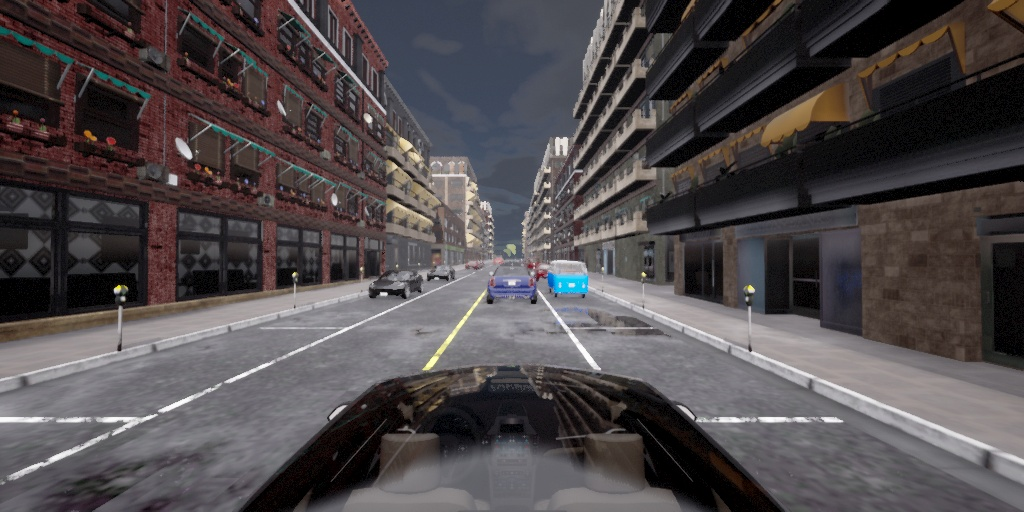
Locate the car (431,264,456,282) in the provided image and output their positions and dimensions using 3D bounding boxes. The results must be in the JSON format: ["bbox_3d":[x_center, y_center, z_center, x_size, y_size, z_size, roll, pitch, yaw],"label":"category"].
[{"bbox_3d":[-5.690,1.322,29.221,1.948,1.339,4.313,0,0,0],"label":"car"}]

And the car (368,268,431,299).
[{"bbox_3d":[-5.689,1.319,18.080,1.948,1.339,4.313,0,0,0],"label":"car"}]

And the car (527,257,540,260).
[{"bbox_3d":[2.691,1.077,45.895,2.192,1.841,5.009,0,0,0],"label":"car"}]

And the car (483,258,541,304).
[{"bbox_3d":[-0.001,1.120,16.472,2.097,1.767,4.553,0,0,0],"label":"car"}]

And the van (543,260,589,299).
[{"bbox_3d":[2.691,1.094,18.041,1.690,1.789,3.998,0,0,0],"label":"van"}]

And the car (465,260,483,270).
[{"bbox_3d":[-5.690,1.309,51.506,1.888,1.381,4.507,0,0,0],"label":"car"}]

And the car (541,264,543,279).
[{"bbox_3d":[2.691,1.302,29.182,1.888,1.381,4.507,0,0,0],"label":"car"}]
